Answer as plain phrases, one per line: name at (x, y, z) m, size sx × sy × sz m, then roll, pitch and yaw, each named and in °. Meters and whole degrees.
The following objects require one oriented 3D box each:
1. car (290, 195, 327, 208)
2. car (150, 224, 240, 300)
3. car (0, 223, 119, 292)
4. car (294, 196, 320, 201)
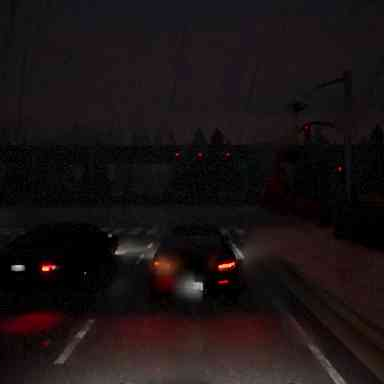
car at (16.354, 1.343, 46.880) m, size 4.553 × 1.767 × 2.097 m, roll 0°, pitch 0°, yaw 0°
car at (0.064, 1.524, 8.251) m, size 1.812 × 1.442 × 4.674 m, roll 0°, pitch 0°, yaw 0°
car at (-3.429, 1.546, 9.069) m, size 2.033 × 1.411 × 5.357 m, roll 0°, pitch 0°, yaw 0°
car at (14.880, 1.556, 43.387) m, size 4.181 × 1.385 × 1.994 m, roll 0°, pitch 0°, yaw 0°
